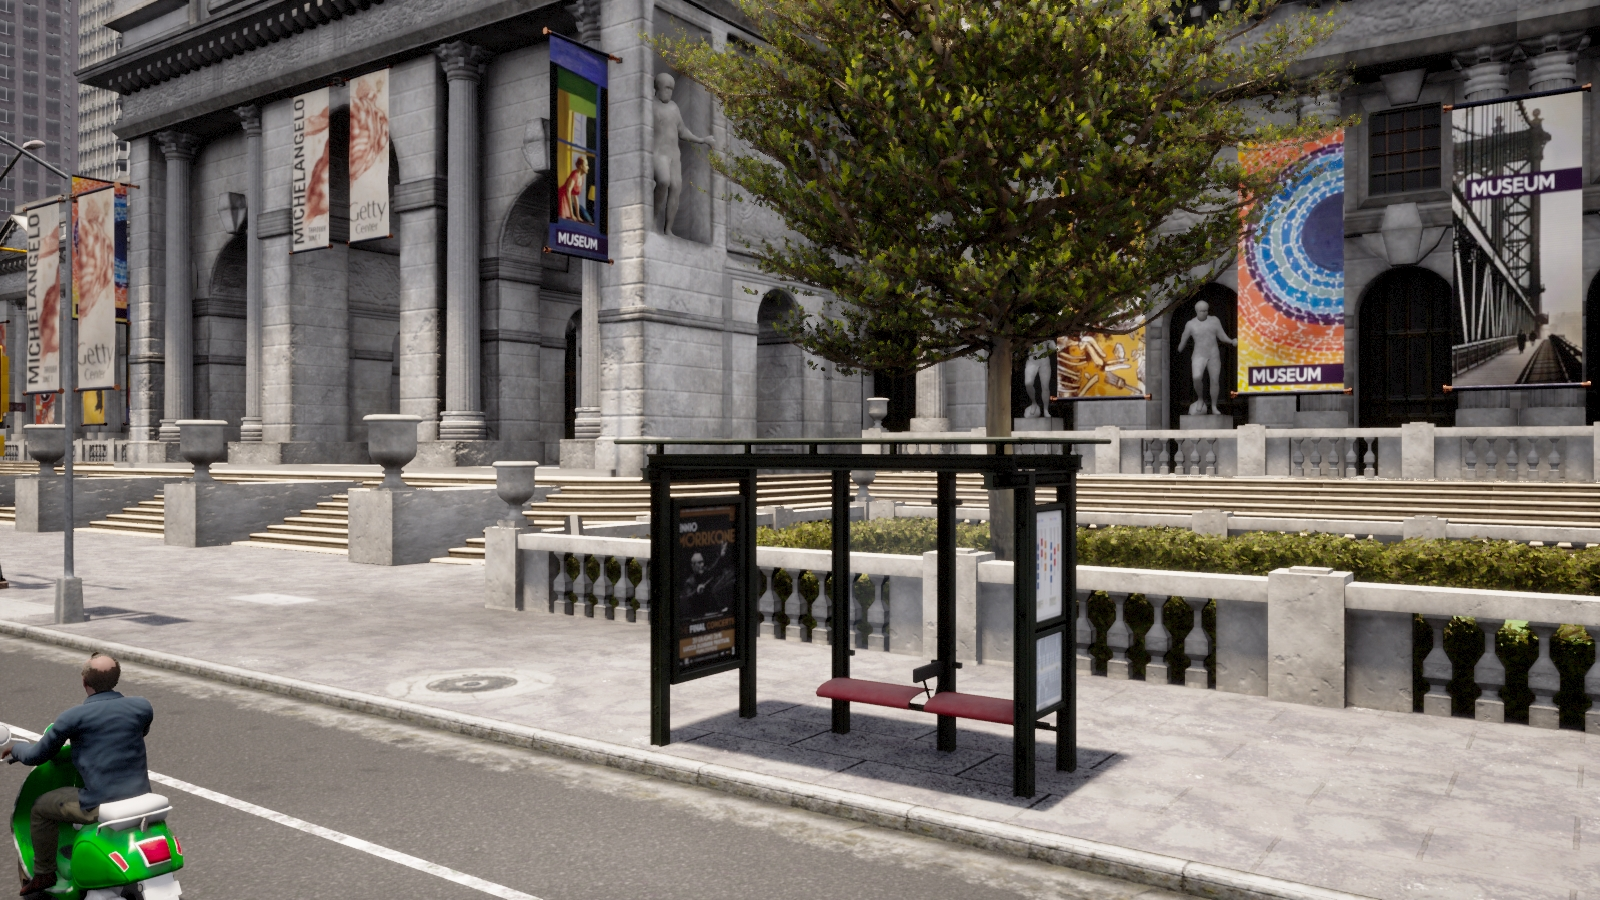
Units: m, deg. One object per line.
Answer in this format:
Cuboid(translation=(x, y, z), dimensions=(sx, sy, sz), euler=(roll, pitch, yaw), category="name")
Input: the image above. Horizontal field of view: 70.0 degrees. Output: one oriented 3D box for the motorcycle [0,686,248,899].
Cuboid(translation=(-4.138, 2.179, 6.693), dimensions=(1.805, 1.236, 0.856), euler=(0, 0, 35), category="motorcycle")
